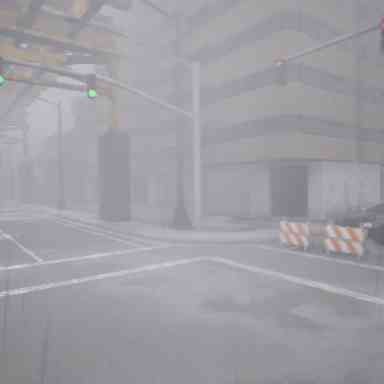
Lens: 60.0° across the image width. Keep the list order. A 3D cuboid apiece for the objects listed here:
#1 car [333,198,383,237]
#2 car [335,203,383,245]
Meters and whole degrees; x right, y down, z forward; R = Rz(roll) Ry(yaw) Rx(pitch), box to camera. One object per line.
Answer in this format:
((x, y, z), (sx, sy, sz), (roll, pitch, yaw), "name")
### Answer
((8.052, 0.895, 12.849), (4.536, 1.218, 1.853), (-1, 1, -12), "car")
((8.003, 1.053, 12.841), (4.974, 1.542, 2.038), (-1, 1, -12), "car")
